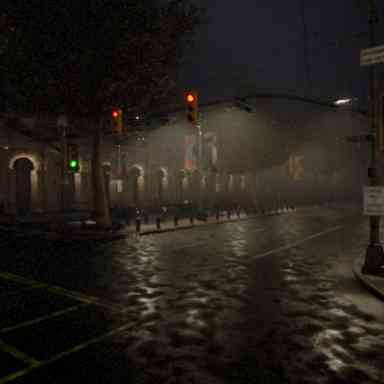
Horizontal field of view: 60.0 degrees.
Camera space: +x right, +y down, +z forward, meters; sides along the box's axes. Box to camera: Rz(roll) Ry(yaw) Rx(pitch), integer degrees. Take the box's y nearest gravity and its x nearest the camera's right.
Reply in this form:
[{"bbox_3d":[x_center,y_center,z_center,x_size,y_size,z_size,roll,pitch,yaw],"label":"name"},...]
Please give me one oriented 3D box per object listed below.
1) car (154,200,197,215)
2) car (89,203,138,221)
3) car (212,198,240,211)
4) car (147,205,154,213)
[{"bbox_3d":[-1.364,1.581,35.349,2.128,1.511,4.902,0,0,36],"label":"car"},{"bbox_3d":[-6.547,1.654,28.168,1.994,1.385,4.181,0,0,36],"label":"car"},{"bbox_3d":[4.502,1.567,43.456,1.882,1.535,5.008,0,0,36],"label":"car"},{"bbox_3d":[-2.989,1.698,38.476,1.895,1.301,4.718,0,0,36],"label":"car"}]
